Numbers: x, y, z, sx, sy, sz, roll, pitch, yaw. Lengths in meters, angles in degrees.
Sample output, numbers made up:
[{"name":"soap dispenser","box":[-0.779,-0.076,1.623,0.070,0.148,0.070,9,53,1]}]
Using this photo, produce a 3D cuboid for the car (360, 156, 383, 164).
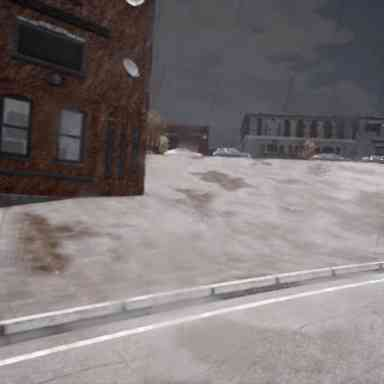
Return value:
[{"name":"car","box":[21.011,-3.232,36.974,4.892,1.521,2.231,3,-2,4]}]

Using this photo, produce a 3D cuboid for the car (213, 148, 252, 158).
[{"name":"car","box":[4.608,-4.131,38.034,4.553,1.767,2.185,3,-2,4]}]

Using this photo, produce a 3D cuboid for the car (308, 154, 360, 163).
[{"name":"car","box":[15.509,-3.499,37.323,4.892,1.521,2.231,3,-2,4]}]

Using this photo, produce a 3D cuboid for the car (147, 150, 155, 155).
[{"name":"car","box":[-6.526,-4.643,38.757,4.553,1.767,2.185,3,-2,4]}]

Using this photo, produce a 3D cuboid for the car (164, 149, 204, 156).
[{"name":"car","box":[-0.876,-4.217,38.384,4.674,1.452,2.002,3,-2,4]}]
